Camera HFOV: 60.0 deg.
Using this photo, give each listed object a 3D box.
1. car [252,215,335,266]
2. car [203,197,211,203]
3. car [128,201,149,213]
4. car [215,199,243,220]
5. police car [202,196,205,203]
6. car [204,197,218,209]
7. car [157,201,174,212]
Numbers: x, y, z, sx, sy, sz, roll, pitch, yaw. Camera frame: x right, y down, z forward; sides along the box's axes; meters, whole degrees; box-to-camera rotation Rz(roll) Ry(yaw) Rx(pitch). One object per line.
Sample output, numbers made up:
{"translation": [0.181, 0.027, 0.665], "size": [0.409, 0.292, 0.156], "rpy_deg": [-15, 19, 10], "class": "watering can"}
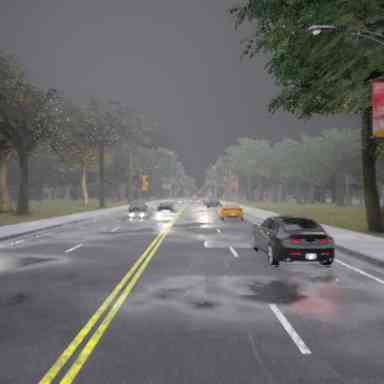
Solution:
{"translation": [3.345, 1.573, 11.758], "size": [1.837, 1.490, 4.892], "rpy_deg": [0, 0, 0], "class": "car"}
{"translation": [3.755, 2.094, 84.925], "size": [2.033, 1.411, 5.357], "rpy_deg": [0, 0, 1], "class": "car"}
{"translation": [-6.507, 1.807, 40.631], "size": [1.994, 1.385, 4.181], "rpy_deg": [0, 0, 1], "class": "car"}
{"translation": [3.378, 1.654, 29.773], "size": [1.882, 1.535, 5.008], "rpy_deg": [0, 0, 0], "class": "car"}
{"translation": [3.496, 1.897, 62.949], "size": [2.038, 1.542, 4.974], "rpy_deg": [0, 0, 1], "class": "police car"}
{"translation": [3.399, 1.670, 51.929], "size": [2.097, 1.767, 4.553], "rpy_deg": [0, 0, 0], "class": "car"}
{"translation": [-3.254, 1.852, 41.781], "size": [1.895, 1.301, 4.718], "rpy_deg": [0, 0, 1], "class": "car"}
